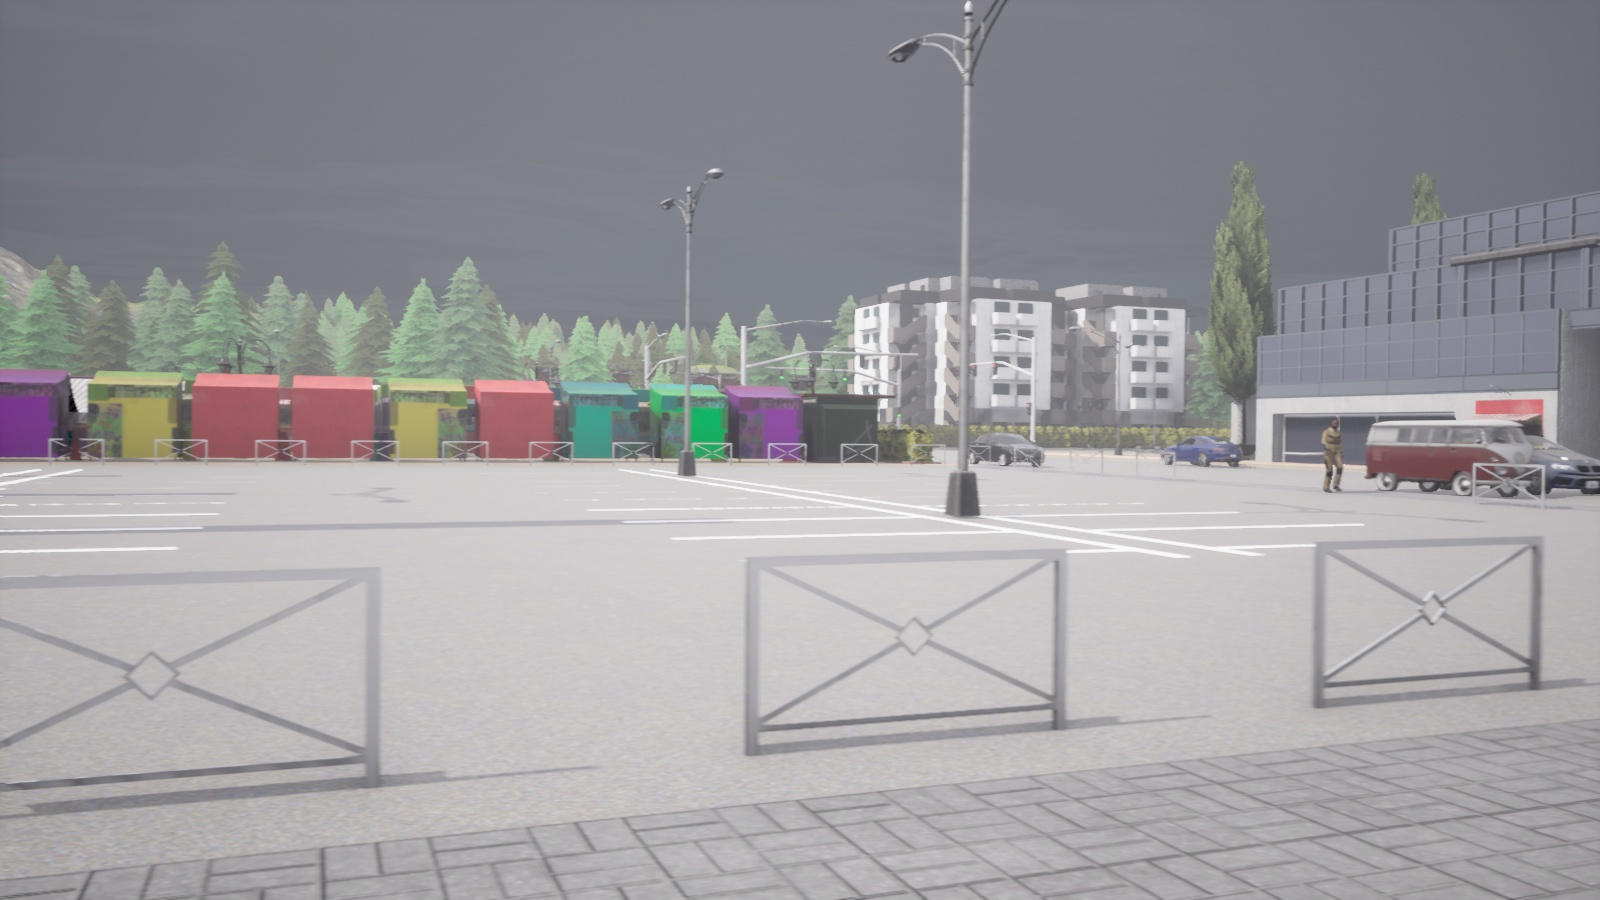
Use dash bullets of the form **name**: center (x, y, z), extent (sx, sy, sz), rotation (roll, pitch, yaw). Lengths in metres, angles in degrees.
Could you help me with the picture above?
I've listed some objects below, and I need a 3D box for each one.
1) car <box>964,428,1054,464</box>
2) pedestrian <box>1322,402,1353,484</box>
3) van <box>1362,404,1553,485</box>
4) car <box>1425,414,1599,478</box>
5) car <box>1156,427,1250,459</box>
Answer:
- **car**: center (9.220, -0.204, 55.758), extent (1.837, 1.490, 4.892), rotation (-1, 1, -19)
- **pedestrian**: center (12.872, -0.172, 30.080), extent (0.396, 1.930, 0.692), rotation (-1, 1, -7)
- **van**: center (17.126, -0.171, 32.962), extent (1.775, 1.987, 4.442), rotation (-1, 1, -19)
- **car**: center (20.128, -0.145, 34.992), extent (2.242, 1.667, 4.611), rotation (-1, 1, -19)
- **car**: center (19.037, -0.350, 59.505), extent (1.812, 1.442, 4.674), rotation (-1, 1, -19)
